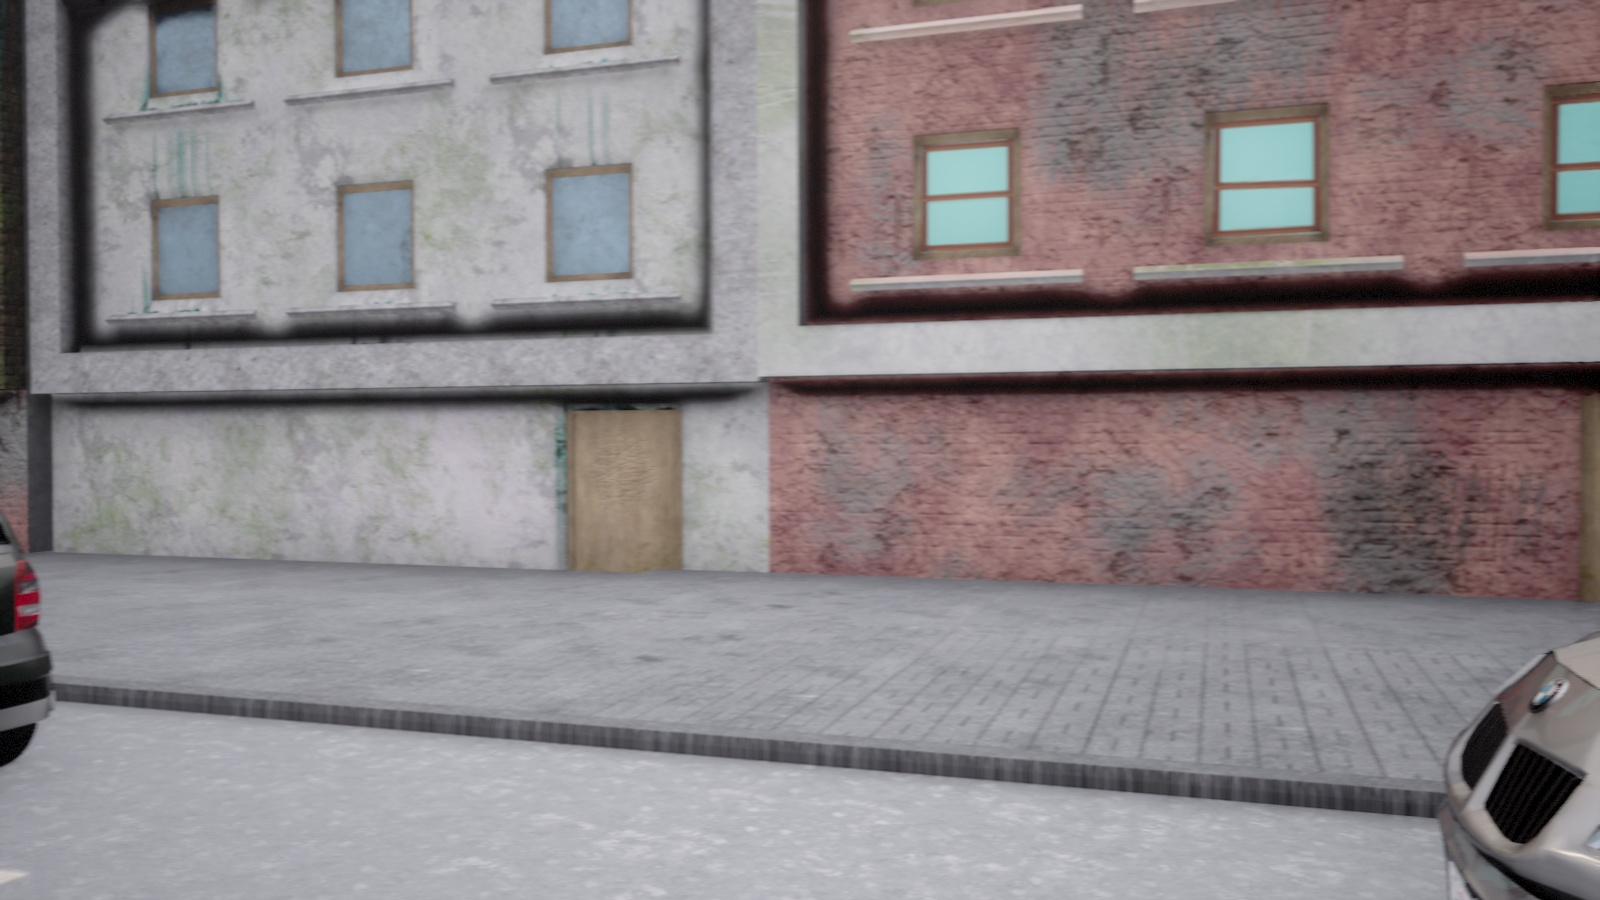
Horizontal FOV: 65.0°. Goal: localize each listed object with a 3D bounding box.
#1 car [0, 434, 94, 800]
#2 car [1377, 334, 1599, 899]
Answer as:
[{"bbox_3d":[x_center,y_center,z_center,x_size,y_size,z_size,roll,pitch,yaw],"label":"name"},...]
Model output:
[{"bbox_3d":[-5.277,0.697,5.495,3.705,1.549,1.789,1,1,19],"label":"car"},{"bbox_3d":[3.791,0.646,2.445,4.611,1.667,2.242,1,1,18],"label":"car"}]
